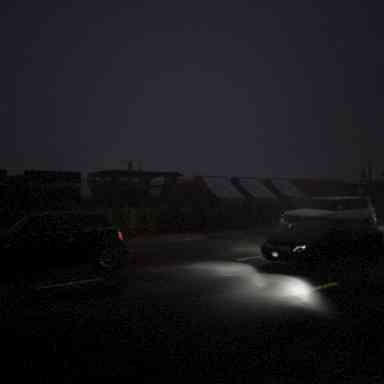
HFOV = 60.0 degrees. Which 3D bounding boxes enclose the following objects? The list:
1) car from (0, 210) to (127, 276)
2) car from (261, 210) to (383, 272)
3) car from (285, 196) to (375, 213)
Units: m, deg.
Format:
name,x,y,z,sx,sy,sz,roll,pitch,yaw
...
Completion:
name,x,y,z,sx,sy,sz,roll,pitch,yaw
car,-4.293,1.352,9.536,4.553,1.767,2.097,0,0,-32
car,4.375,1.526,10.881,4.674,1.442,1.812,0,0,-32
car,6.905,1.224,16.638,5.566,2.045,2.150,0,0,-33
